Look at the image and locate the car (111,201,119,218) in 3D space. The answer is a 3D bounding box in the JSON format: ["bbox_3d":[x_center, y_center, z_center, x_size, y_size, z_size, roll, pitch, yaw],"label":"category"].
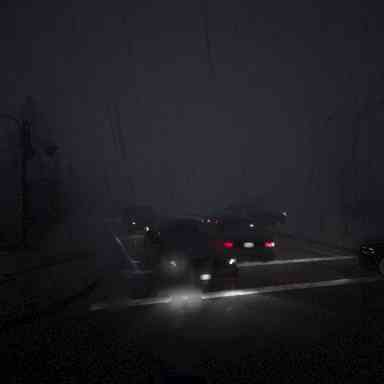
[{"bbox_3d":[-6.324,1.516,30.113,2.033,1.411,5.357,0,0,-17],"label":"car"}]

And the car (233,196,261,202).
[{"bbox_3d":[7.246,1.287,46.218,2.007,1.523,4.514,0,0,-17],"label":"car"}]

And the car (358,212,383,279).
[{"bbox_3d":[6.786,1.475,8.007,5.008,1.535,1.882,0,0,36],"label":"car"}]

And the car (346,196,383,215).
[{"bbox_3d":[15.535,1.355,29.286,1.970,1.475,3.806,0,0,-17],"label":"car"}]

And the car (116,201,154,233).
[{"bbox_3d":[-3.132,1.529,19.971,2.033,1.411,5.357,0,0,-17],"label":"car"}]

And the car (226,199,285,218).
[{"bbox_3d":[2.990,1.467,19.108,5.357,1.411,2.033,-4,2,-33],"label":"car"}]

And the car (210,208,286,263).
[{"bbox_3d":[1.444,1.541,11.902,2.033,1.411,5.357,0,0,-4],"label":"car"}]

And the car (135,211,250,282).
[{"bbox_3d":[-0.368,1.543,10.146,2.033,1.411,5.357,0,0,-15],"label":"car"}]

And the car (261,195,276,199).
[{"bbox_3d":[10.231,1.277,47.183,2.152,1.636,5.027,0,0,-17],"label":"car"}]

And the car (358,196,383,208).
[{"bbox_3d":[23.800,1.273,43.299,1.845,1.501,3.633,0,0,-17],"label":"car"}]
